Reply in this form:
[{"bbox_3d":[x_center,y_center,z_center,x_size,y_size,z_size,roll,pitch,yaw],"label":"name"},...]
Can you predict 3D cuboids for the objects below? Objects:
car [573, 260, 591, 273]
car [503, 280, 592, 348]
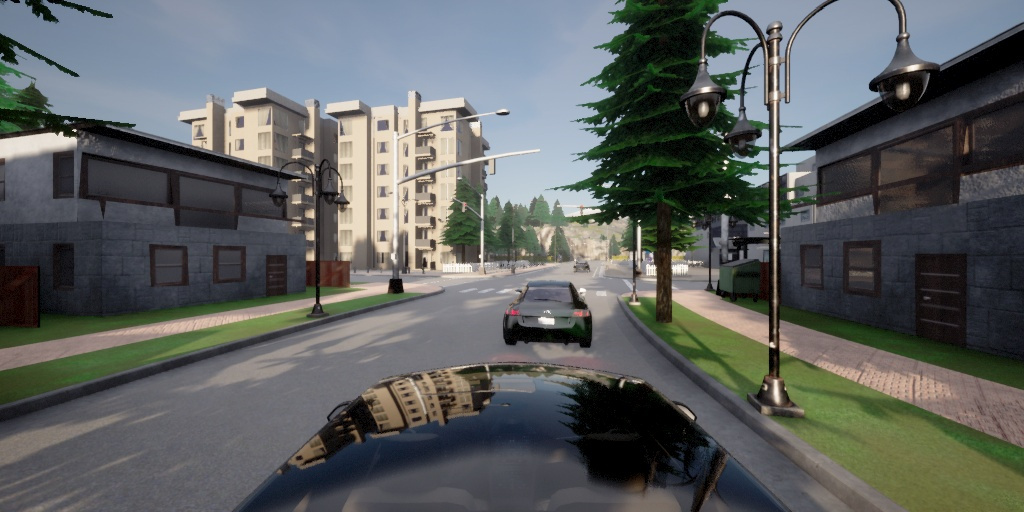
[{"bbox_3d":[8.753,1.276,44.911,2.128,1.511,4.902,0,0,14],"label":"car"},{"bbox_3d":[0.999,1.314,9.370,1.994,1.385,4.181,0,0,8],"label":"car"}]
